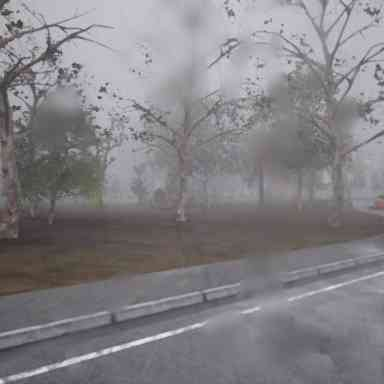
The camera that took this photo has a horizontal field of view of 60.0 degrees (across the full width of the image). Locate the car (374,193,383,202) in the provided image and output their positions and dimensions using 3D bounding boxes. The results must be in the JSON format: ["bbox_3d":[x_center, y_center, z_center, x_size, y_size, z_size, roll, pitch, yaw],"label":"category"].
[{"bbox_3d":[32.571,0.875,55.304,4.181,1.385,1.994,-1,1,-30],"label":"car"}]

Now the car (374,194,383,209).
[{"bbox_3d":[21.933,1.071,36.508,2.097,1.767,4.553,-1,1,4],"label":"car"}]
